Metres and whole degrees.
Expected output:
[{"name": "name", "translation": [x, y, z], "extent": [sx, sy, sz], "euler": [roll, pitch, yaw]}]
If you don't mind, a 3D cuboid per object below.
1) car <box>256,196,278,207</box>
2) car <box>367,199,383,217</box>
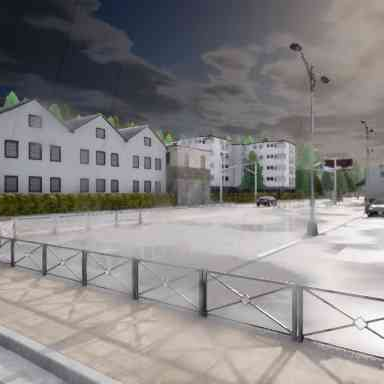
[{"name": "car", "translation": [10.673, 1.313, 47.132], "extent": [1.837, 1.490, 4.892], "euler": [0, 0, 32]}, {"name": "car", "translation": [15.421, 1.298, 26.811], "extent": [2.007, 1.523, 4.514], "euler": [0, 0, 35]}]
